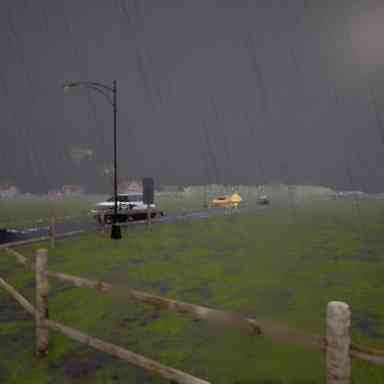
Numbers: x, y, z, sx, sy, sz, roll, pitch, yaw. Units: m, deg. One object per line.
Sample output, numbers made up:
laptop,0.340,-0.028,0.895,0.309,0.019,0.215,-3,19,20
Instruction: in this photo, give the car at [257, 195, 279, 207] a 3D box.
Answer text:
car,10.844,1.229,47.169,1.882,1.535,5.008,0,0,31

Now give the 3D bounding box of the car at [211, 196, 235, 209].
car,3.832,1.276,41.045,1.882,1.535,5.008,0,0,31

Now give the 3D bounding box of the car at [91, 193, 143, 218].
car,-5.221,1.109,25.886,2.150,2.045,5.566,0,0,31

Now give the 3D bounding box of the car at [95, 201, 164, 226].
car,-3.944,1.491,22.544,1.895,1.301,4.718,0,0,33

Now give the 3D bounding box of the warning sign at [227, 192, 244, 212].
warning sign,4.094,0.934,31.169,1.300,1.860,1.060,-1,0,31
